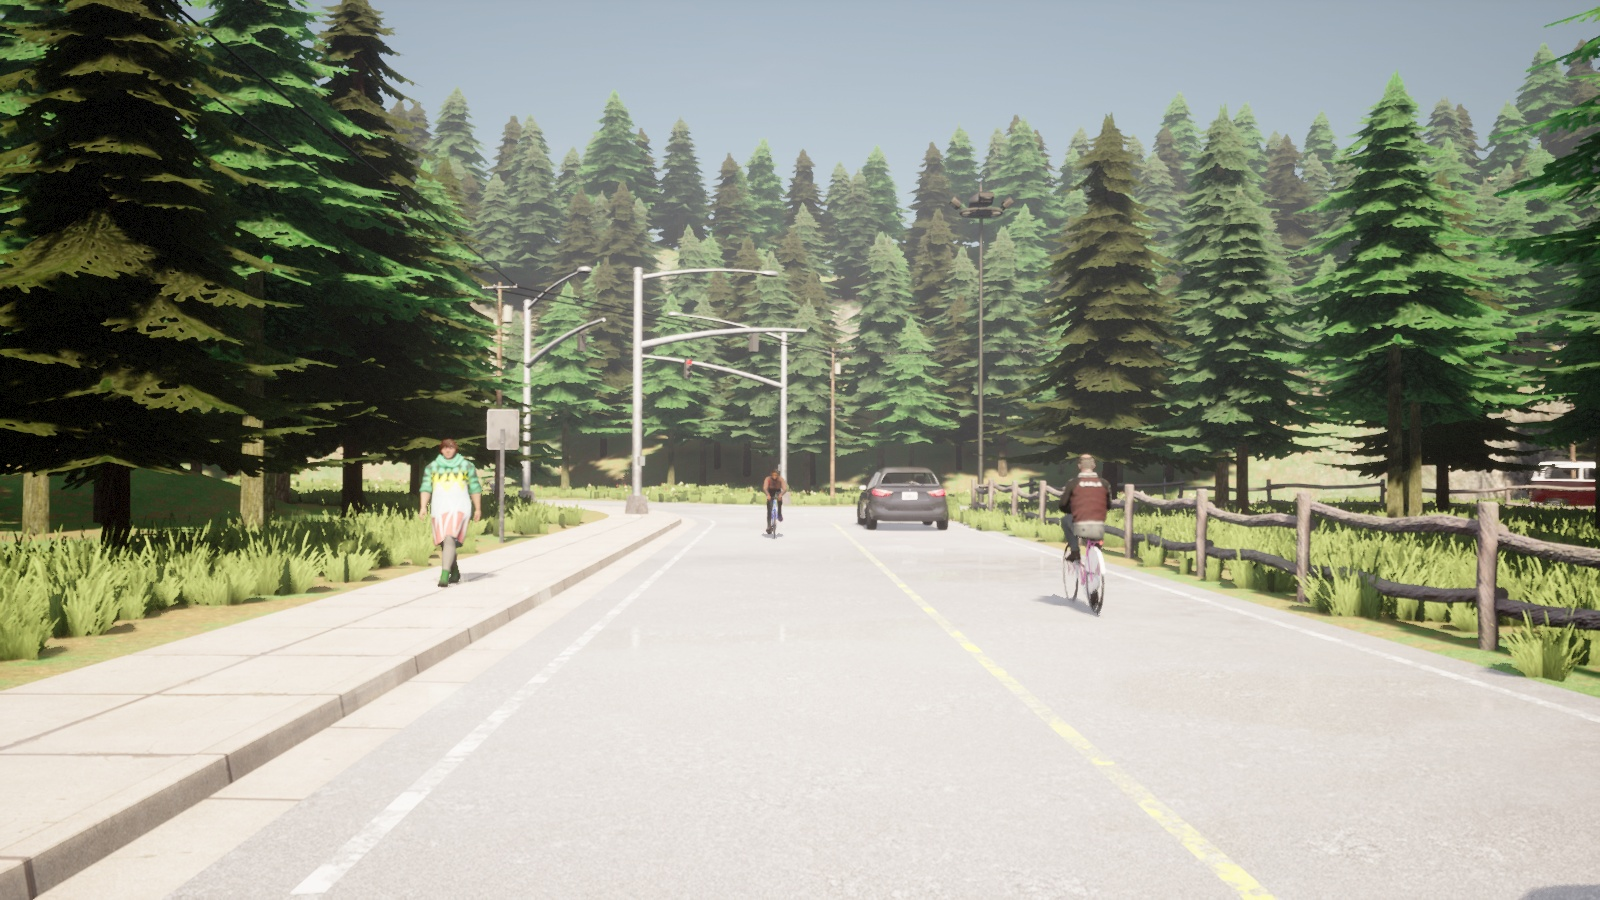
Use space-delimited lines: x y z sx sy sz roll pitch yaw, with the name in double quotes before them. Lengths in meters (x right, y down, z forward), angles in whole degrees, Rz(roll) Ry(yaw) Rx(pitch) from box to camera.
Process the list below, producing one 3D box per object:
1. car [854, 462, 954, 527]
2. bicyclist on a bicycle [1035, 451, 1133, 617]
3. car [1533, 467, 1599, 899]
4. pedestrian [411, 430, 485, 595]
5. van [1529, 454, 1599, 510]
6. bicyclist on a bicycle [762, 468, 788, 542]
"car" 2.805 1.207 34.812 2.242 1.667 4.611 0 -2 -2
"bicyclist on a bicycle" 3.217 0.909 14.385 0.659 1.776 1.843 0 -1 -1
"car" 3.480 0.778 1.948 2.007 1.525 4.514 0 -1 0
"pedestrian" -4.271 0.745 15.285 0.659 1.952 0.873 0 -1 -1
"van" 29.932 1.201 46.820 4.480 2.038 2.069 -1 -2 39
"bicyclist on a bicycle" -0.572 1.236 28.712 0.582 1.620 1.656 0 -1 -1
